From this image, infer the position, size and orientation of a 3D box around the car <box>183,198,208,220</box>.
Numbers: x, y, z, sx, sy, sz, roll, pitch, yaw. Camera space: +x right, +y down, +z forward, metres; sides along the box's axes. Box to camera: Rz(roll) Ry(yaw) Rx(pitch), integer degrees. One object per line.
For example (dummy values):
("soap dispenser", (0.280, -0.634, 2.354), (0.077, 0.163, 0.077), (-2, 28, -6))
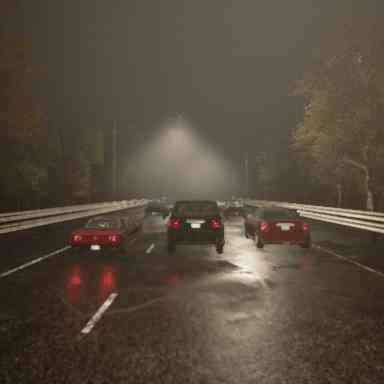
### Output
("car", (0.330, 1.496, 30.240), (2.097, 1.767, 4.553), (0, 0, 1))

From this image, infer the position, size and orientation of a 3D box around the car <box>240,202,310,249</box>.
("car", (3.657, 1.426, 15.068), (2.097, 1.767, 4.553), (0, 0, 1))

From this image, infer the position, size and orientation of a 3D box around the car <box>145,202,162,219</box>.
("car", (-3.165, 1.637, 30.520), (2.128, 1.511, 4.902), (0, 0, 1))

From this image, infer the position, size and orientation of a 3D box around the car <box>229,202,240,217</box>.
("car", (3.836, 1.637, 30.459), (2.128, 1.511, 4.902), (0, 0, 1))

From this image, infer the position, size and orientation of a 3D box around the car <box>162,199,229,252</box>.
("car", (0.164, 1.290, 14.299), (2.150, 2.045, 5.566), (0, 0, 1))

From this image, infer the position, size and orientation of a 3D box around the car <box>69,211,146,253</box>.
("car", (-3.355, 1.668, 13.900), (1.895, 1.301, 4.718), (0, 0, 1))
